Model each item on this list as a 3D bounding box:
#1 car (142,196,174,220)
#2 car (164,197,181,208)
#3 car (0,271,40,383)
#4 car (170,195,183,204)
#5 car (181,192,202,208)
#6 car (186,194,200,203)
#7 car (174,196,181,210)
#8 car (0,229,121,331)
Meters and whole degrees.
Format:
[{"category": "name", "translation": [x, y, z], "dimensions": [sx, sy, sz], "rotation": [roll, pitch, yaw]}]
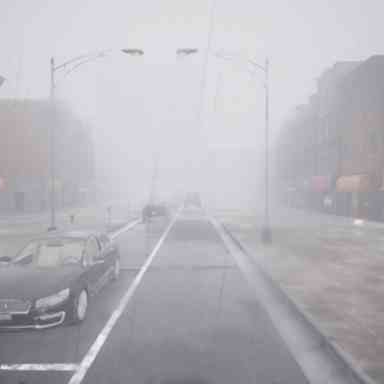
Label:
[{"category": "car", "translation": [-2.725, 1.339, 26.229], "dimensions": [1.882, 1.535, 5.008], "rotation": [0, 0, 0]}, {"category": "car", "translation": [-2.596, 1.326, 45.042], "dimensions": [1.947, 1.339, 4.313], "rotation": [0, 0, 0]}, {"category": "car", "translation": [-2.639, 1.558, 1.426], "dimensions": [1.947, 1.339, 4.313], "rotation": [0, 0, 0]}, {"category": "car", "translation": [-2.586, 1.268, 55.947], "dimensions": [1.947, 1.339, 4.313], "rotation": [0, 0, 0]}, {"category": "car", "translation": [0.064, 0.996, 43.424], "dimensions": [2.150, 2.045, 5.566], "rotation": [0, 0, 1]}, {"category": "car", "translation": [0.215, 1.168, 60.068], "dimensions": [2.128, 1.511, 4.902], "rotation": [0, 0, 5]}, {"category": "car", "translation": [-2.602, 1.371, 39.590], "dimensions": [1.802, 1.307, 4.206], "rotation": [0, 0, 0]}, {"category": "car", "translation": [-2.633, 1.514, 6.878], "dimensions": [2.008, 1.369, 4.403], "rotation": [0, 0, 0]}]
